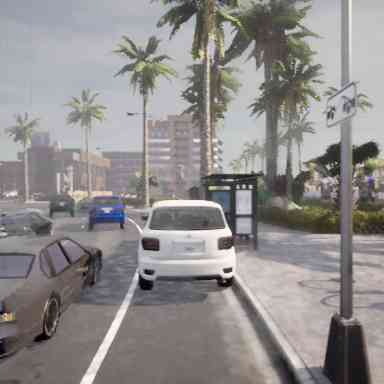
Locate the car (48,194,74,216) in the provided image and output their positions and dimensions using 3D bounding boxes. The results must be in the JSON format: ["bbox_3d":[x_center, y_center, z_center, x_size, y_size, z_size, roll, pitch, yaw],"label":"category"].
[{"bbox_3d":[-12.798,1.256,32.507,2.150,2.045,5.566,0,0,-23],"label":"car"}]

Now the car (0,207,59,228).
[{"bbox_3d":[-7.578,1.581,14.735,1.994,1.385,4.181,0,0,-9],"label":"car"}]

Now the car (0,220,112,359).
[{"bbox_3d":[-3.119,1.555,6.396,2.033,1.411,5.357,0,0,-3],"label":"car"}]

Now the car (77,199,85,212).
[{"bbox_3d":[-12.501,1.530,39.635,2.128,1.511,4.902,0,0,-28],"label":"car"}]

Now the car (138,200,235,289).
[{"bbox_3d":[-0.273,1.226,9.371,2.150,2.045,5.566,0,0,-5],"label":"car"}]

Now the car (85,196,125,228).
[{"bbox_3d":[-5.704,1.244,22.281,2.150,2.045,5.566,0,0,-14],"label":"car"}]

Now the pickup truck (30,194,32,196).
[{"bbox_3d":[-39.345,1.185,84.906,2.390,2.098,6.274,0,0,0],"label":"pickup truck"}]
